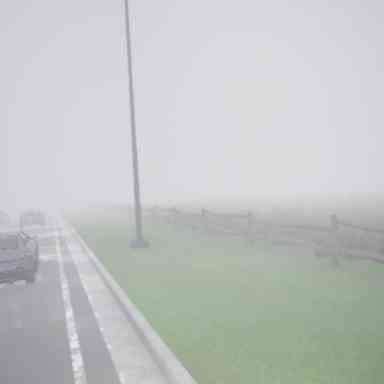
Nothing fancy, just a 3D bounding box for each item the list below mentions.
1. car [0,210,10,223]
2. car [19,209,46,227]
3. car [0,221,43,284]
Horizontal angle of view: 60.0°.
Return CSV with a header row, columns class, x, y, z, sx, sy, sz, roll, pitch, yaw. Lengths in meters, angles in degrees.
class,x,y,z,sx,sy,sz,roll,pitch,yaw
car,-19.234,2.544,32.773,2.033,1.411,5.357,-3,0,-23
car,-13.566,2.183,28.385,2.128,1.511,4.902,-3,0,-23
car,-5.731,1.860,10.029,1.994,1.385,4.181,-3,0,-23
